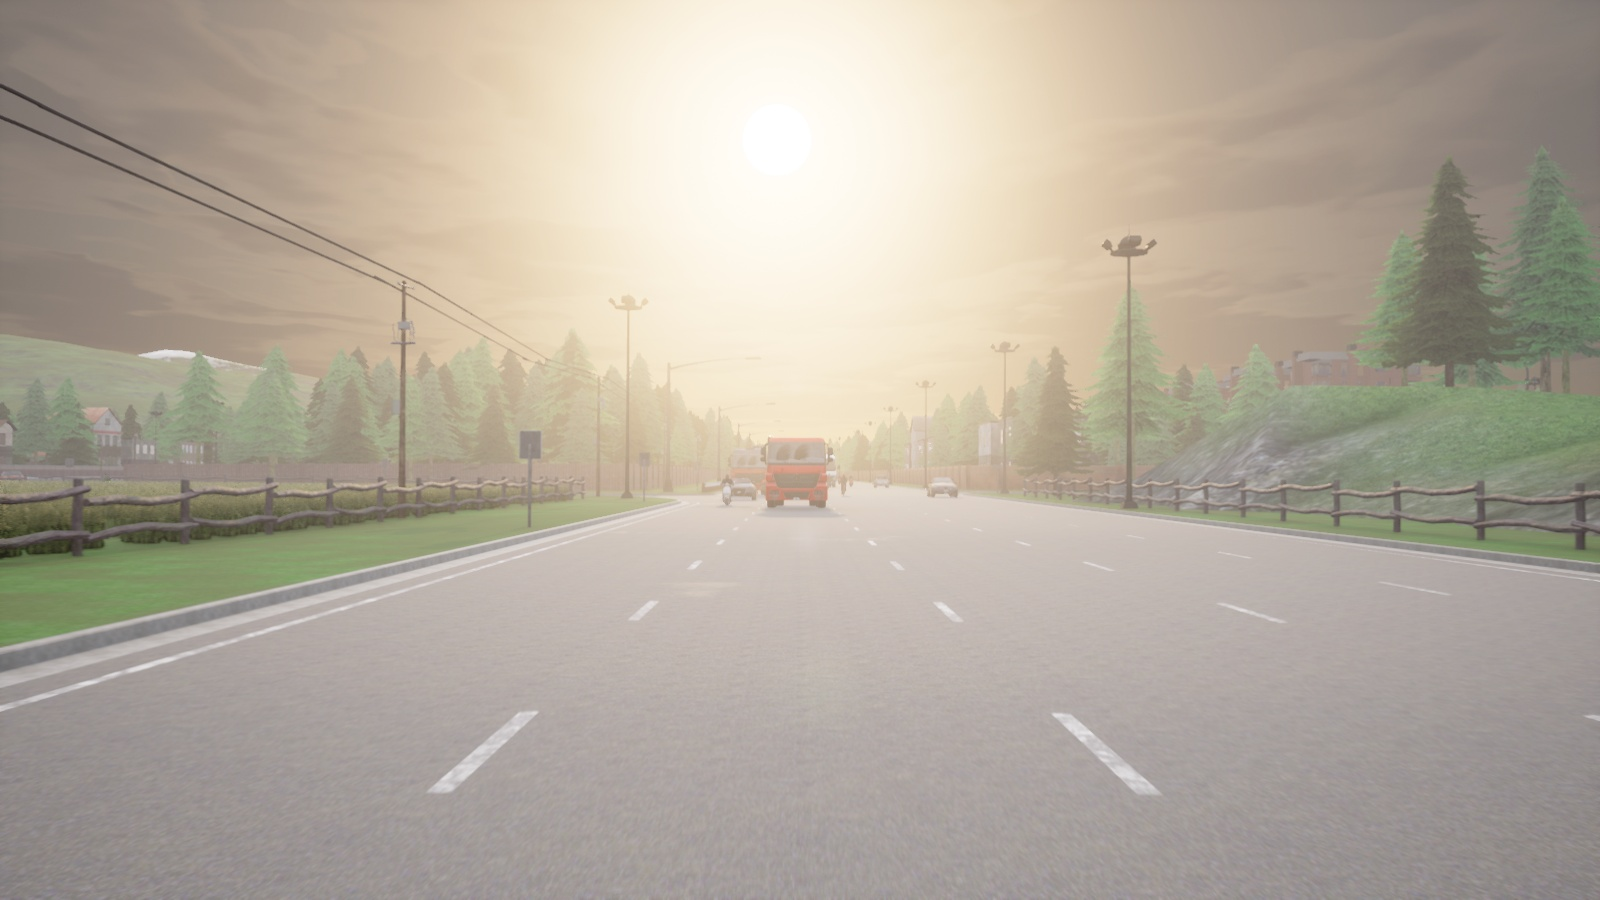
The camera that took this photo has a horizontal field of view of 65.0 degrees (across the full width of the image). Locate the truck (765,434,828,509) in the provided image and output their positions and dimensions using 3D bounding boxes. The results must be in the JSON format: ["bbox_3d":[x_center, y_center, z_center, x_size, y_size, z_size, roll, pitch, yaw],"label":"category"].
[{"bbox_3d":[-0.156,1.077,61.819,2.891,3.462,7.936,0,-1,0],"label":"truck"}]

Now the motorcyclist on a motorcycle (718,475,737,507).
[{"bbox_3d":[-3.694,2.073,64.116,0.866,1.590,1.817,0,-1,-1],"label":"motorcyclist on a motorcycle"}]

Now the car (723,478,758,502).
[{"bbox_3d":[-3.692,2.462,78.034,1.994,1.385,4.181,0,-1,0],"label":"car"}]

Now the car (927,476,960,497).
[{"bbox_3d":[10.278,2.614,90.382,1.812,1.442,4.674,0,-1,0],"label":"car"}]

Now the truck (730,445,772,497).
[{"bbox_3d":[-3.744,1.622,97.421,2.891,3.827,8.468,0,-1,0],"label":"truck"}]
